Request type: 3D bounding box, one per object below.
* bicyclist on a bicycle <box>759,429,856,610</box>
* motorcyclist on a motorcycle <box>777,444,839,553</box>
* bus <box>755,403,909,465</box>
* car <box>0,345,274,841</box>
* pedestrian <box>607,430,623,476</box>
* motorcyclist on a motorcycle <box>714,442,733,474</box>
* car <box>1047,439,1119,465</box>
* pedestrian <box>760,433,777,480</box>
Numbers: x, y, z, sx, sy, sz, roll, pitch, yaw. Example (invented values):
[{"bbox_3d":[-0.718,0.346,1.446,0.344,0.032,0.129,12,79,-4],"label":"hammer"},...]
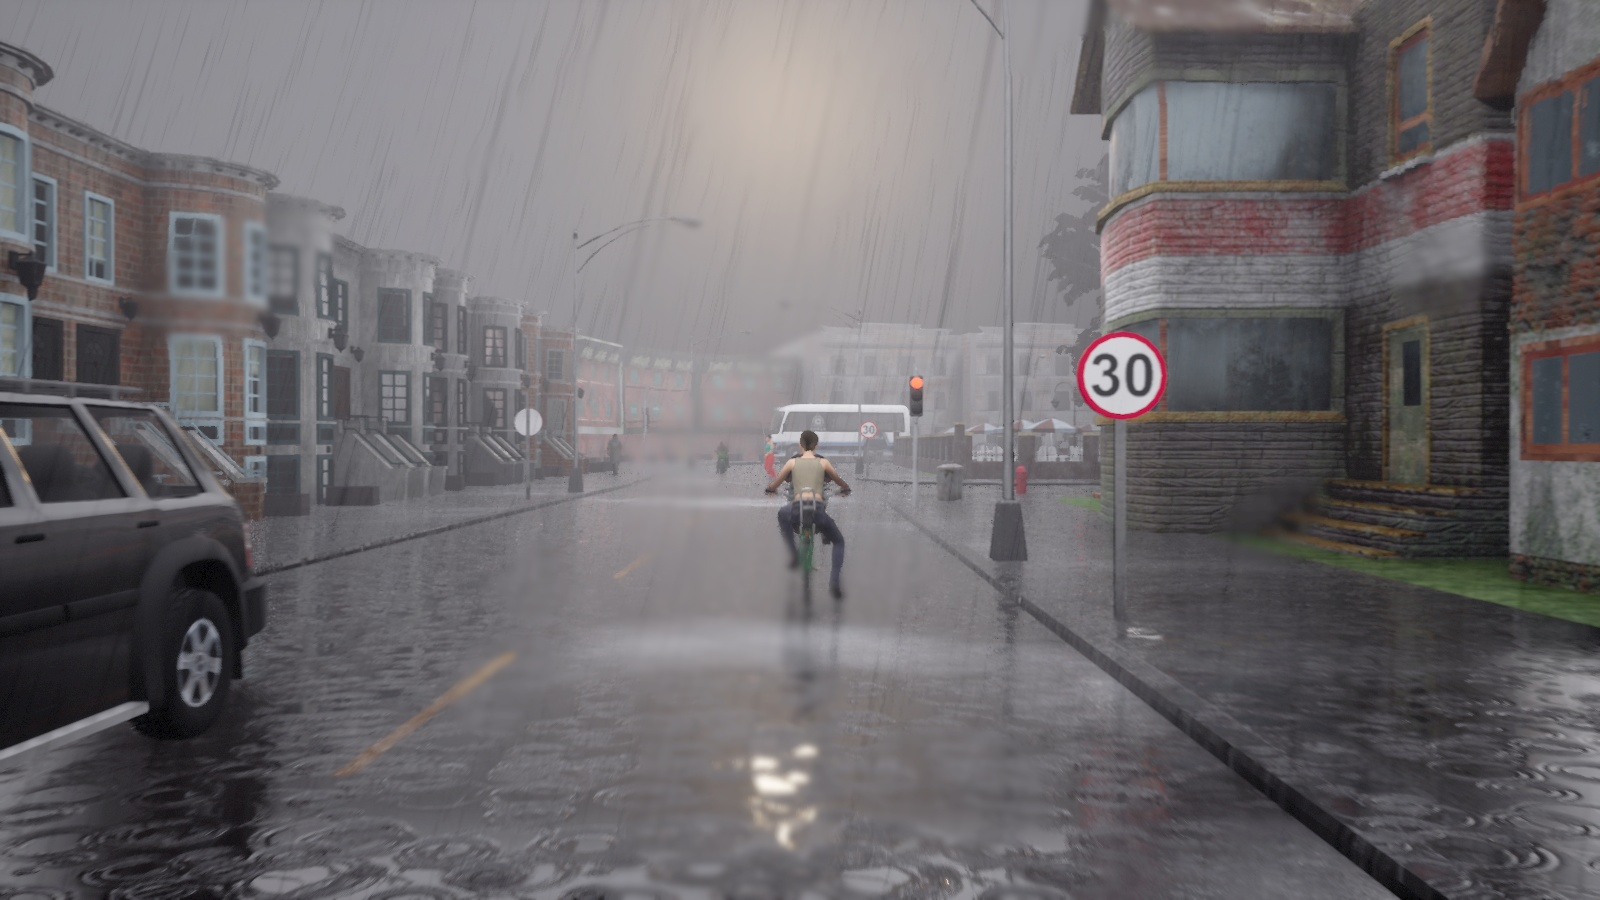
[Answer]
[{"bbox_3d":[0.079,0.615,11.972,0.866,1.612,1.509,0,0,1],"label":"bicyclist on a bicycle"},{"bbox_3d":[0.121,0.676,18.735,0.866,1.530,2.191,0,0,0],"label":"motorcyclist on a motorcycle"},{"bbox_3d":[2.245,-1.143,89.947,10.273,4.253,3.944,0,1,-13],"label":"bus"},{"bbox_3d":[-3.957,0.533,4.806,1.932,1.855,4.605,0,0,0],"label":"car"},{"bbox_3d":[-7.937,0.144,53.866,0.659,1.952,0.873,0,0,-8],"label":"pedestrian"},{"bbox_3d":[-3.662,0.386,60.257,0.797,1.523,2.044,0,0,0],"label":"motorcyclist on a motorcycle"},{"bbox_3d":[19.619,0.129,87.216,4.553,1.767,2.097,0,0,0],"label":"car"},{"bbox_3d":[-1.227,0.264,49.173,0.594,1.836,0.345,0,0,-27],"label":"pedestrian"}]
